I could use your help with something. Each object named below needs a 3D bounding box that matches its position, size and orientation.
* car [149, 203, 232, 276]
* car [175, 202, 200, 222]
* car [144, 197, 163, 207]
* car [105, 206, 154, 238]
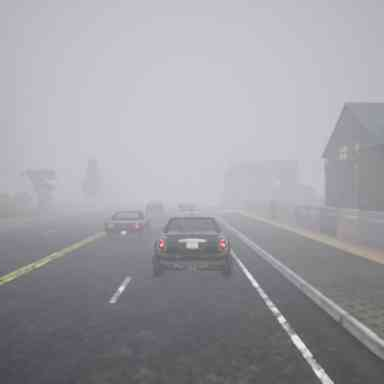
[{"bbox_3d":[-0.008,1.407,10.673,2.097,1.767,4.553,0,0,-1],"label":"car"},{"bbox_3d":[-0.435,1.695,29.545,2.033,1.411,5.357,0,0,-2],"label":"car"},{"bbox_3d":[-3.943,1.662,36.428,1.882,1.535,5.008,0,0,-2],"label":"car"},{"bbox_3d":[-3.376,1.698,18.445,1.895,1.301,4.718,0,0,-1],"label":"car"}]
